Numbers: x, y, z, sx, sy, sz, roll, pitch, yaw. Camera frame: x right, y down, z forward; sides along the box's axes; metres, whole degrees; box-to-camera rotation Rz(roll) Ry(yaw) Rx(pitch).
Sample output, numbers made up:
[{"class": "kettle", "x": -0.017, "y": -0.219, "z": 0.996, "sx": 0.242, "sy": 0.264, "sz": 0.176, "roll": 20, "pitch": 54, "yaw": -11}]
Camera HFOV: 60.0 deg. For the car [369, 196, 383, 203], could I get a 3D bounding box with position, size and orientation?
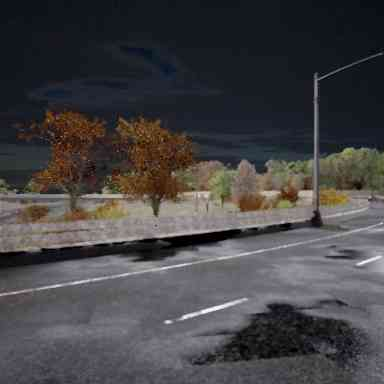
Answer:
[{"class": "car", "x": 42.385, "y": 1.669, "z": 76.049, "sx": 2.033, "sy": 1.411, "sz": 5.357, "roll": 0, "pitch": 0, "yaw": 6}]
